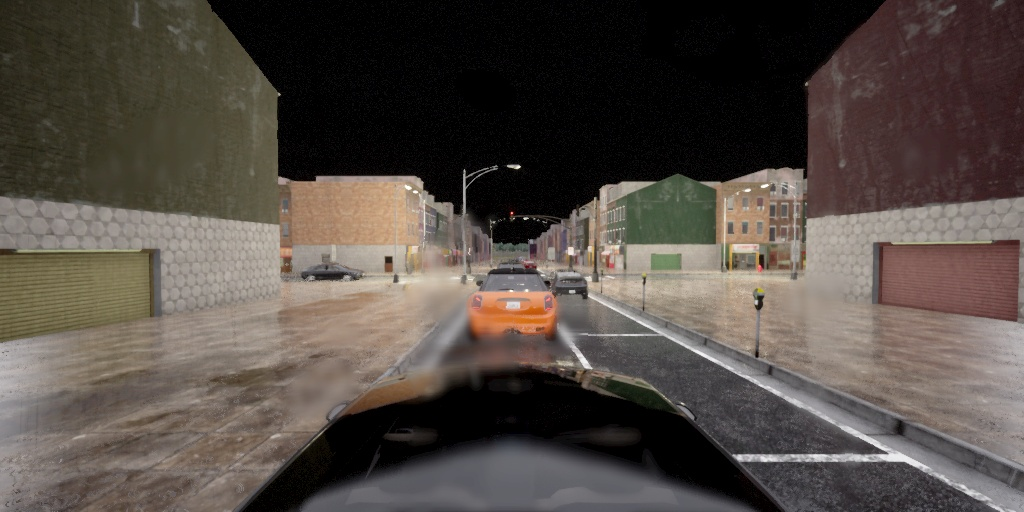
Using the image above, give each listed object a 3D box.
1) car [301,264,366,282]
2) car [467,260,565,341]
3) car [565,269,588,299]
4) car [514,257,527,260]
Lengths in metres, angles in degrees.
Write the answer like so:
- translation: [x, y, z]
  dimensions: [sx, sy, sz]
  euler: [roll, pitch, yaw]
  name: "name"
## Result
- translation: [-14.616, 1.380, 29.475]
  dimensions: [4.892, 1.490, 1.837]
  euler: [0, 1, 0]
  name: "car"
- translation: [0.042, 1.100, 9.999]
  dimensions: [2.097, 1.767, 4.553]
  euler: [0, 0, 0]
  name: "car"
- translation: [2.593, 1.297, 17.570]
  dimensions: [2.007, 1.370, 4.403]
  euler: [0, 0, 0]
  name: "car"
- translation: [-0.051, 1.099, 19.890]
  dimensions: [2.097, 1.767, 4.553]
  euler: [0, 0, 0]
  name: "car"
